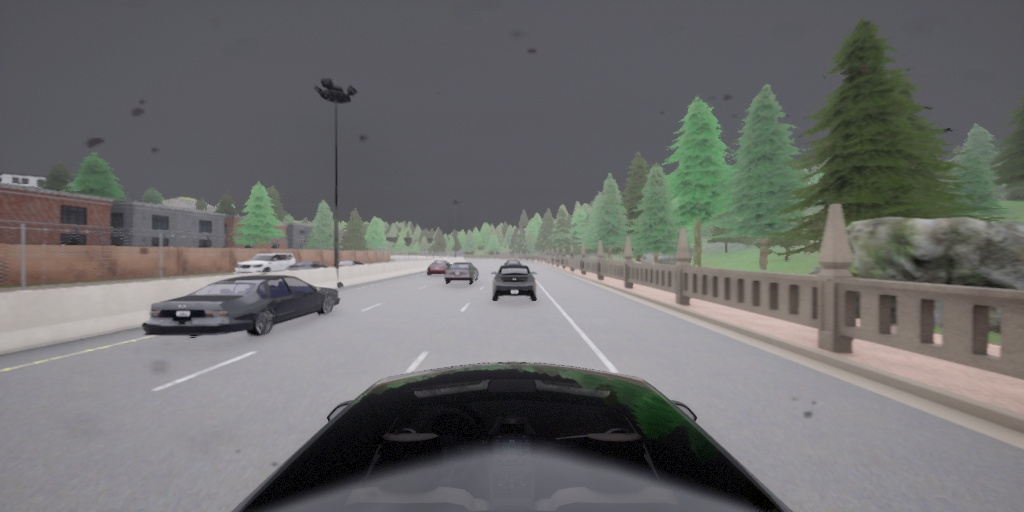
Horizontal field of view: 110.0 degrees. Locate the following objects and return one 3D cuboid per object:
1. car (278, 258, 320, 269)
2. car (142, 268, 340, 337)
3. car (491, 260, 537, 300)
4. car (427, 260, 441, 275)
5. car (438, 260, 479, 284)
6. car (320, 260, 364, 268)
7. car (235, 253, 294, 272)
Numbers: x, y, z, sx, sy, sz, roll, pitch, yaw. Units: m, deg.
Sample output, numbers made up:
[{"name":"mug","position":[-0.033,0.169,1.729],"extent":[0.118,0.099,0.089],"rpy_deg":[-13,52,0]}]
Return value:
[{"name":"car","position":[-17.588,1.114,30.828],"extent":[1.994,1.385,4.181],"rpy_deg":[0,0,0]},{"name":"car","position":[-6.898,1.241,10.030],"extent":[2.033,1.411,5.357],"rpy_deg":[0,0,0]},{"name":"car","position":[0.103,1.153,16.815],"extent":[1.837,1.490,4.892],"rpy_deg":[0,1,0]},{"name":"car","position":[-6.896,1.086,34.964],"extent":[1.994,1.385,4.181],"rpy_deg":[0,0,0]},{"name":"car","position":[-3.396,1.139,24.854],"extent":[2.033,1.411,5.357],"rpy_deg":[0,0,0]},{"name":"car","position":[-14.090,1.077,30.701],"extent":[1.812,1.442,4.674],"rpy_deg":[0,0,0]},{"name":"car","position":[-21.088,0.768,31.126],"extent":[2.150,2.045,5.566],"rpy_deg":[0,1,0]}]
